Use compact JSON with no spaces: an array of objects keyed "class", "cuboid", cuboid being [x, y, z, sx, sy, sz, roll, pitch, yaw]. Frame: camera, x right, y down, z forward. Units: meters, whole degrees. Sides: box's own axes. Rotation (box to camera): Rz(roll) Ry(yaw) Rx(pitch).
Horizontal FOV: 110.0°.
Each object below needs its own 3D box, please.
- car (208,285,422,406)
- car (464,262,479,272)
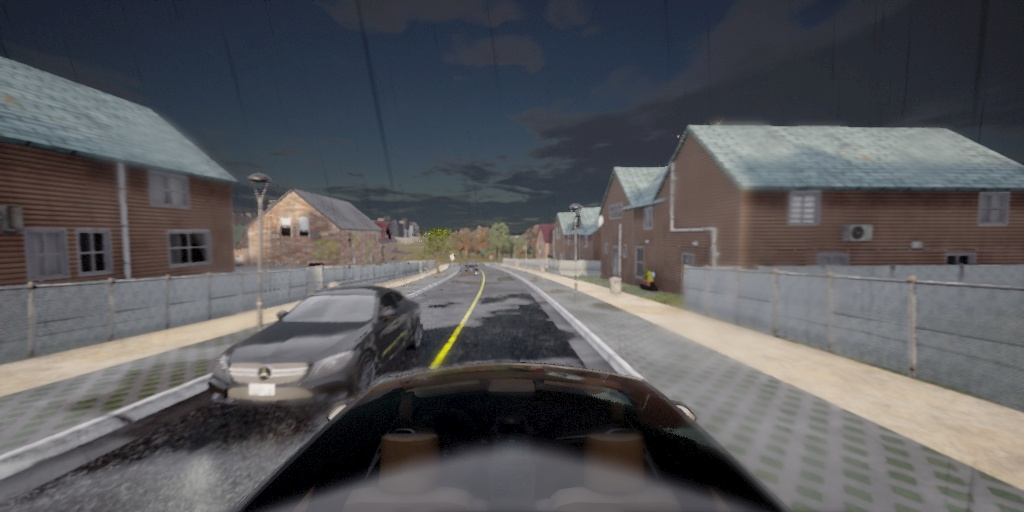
[{"class":"car","cuboid":[-2.915,1.293,6.471,1.812,1.442,4.674,0,0,-1]},{"class":"car","cuboid":[-5.566,1.467,49.378,2.033,1.411,5.357,0,0,-6]}]
